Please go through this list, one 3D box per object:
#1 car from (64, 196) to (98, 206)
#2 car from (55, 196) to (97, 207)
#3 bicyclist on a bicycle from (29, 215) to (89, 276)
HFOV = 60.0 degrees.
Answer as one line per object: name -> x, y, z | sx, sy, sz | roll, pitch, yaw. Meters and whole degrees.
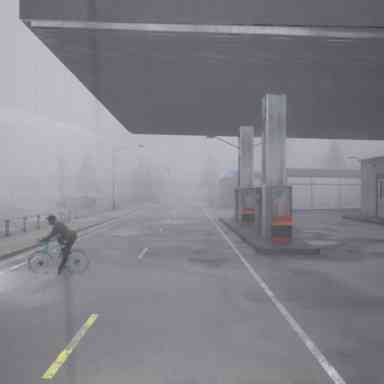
car -> -16.795, 1.340, 50.495 | 4.514, 1.523, 2.007 | 0, 0, -1
car -> -16.705, 1.330, 47.359 | 5.027, 1.636, 2.152 | 0, 0, -1
bicyclist on a bicycle -> -3.638, 1.454, 9.051 | 1.656, 1.620, 0.582 | -2, 0, 0
